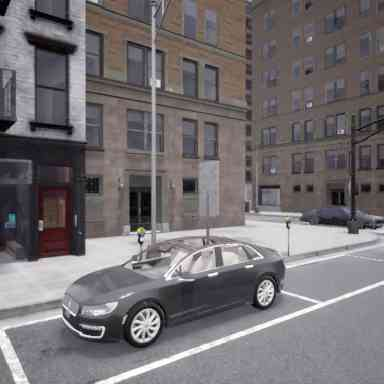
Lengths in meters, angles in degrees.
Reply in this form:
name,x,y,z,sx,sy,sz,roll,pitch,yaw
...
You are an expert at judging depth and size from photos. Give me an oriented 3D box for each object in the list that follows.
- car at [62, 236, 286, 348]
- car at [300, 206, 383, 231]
name,x,y,z,sx,sy,sz,roll,pitch,yaw
car,-0.084,1.551,6.195,4.403,1.369,2.008,0,0,-37
car,9.544,1.604,21.303,2.033,1.411,5.357,0,0,-33
